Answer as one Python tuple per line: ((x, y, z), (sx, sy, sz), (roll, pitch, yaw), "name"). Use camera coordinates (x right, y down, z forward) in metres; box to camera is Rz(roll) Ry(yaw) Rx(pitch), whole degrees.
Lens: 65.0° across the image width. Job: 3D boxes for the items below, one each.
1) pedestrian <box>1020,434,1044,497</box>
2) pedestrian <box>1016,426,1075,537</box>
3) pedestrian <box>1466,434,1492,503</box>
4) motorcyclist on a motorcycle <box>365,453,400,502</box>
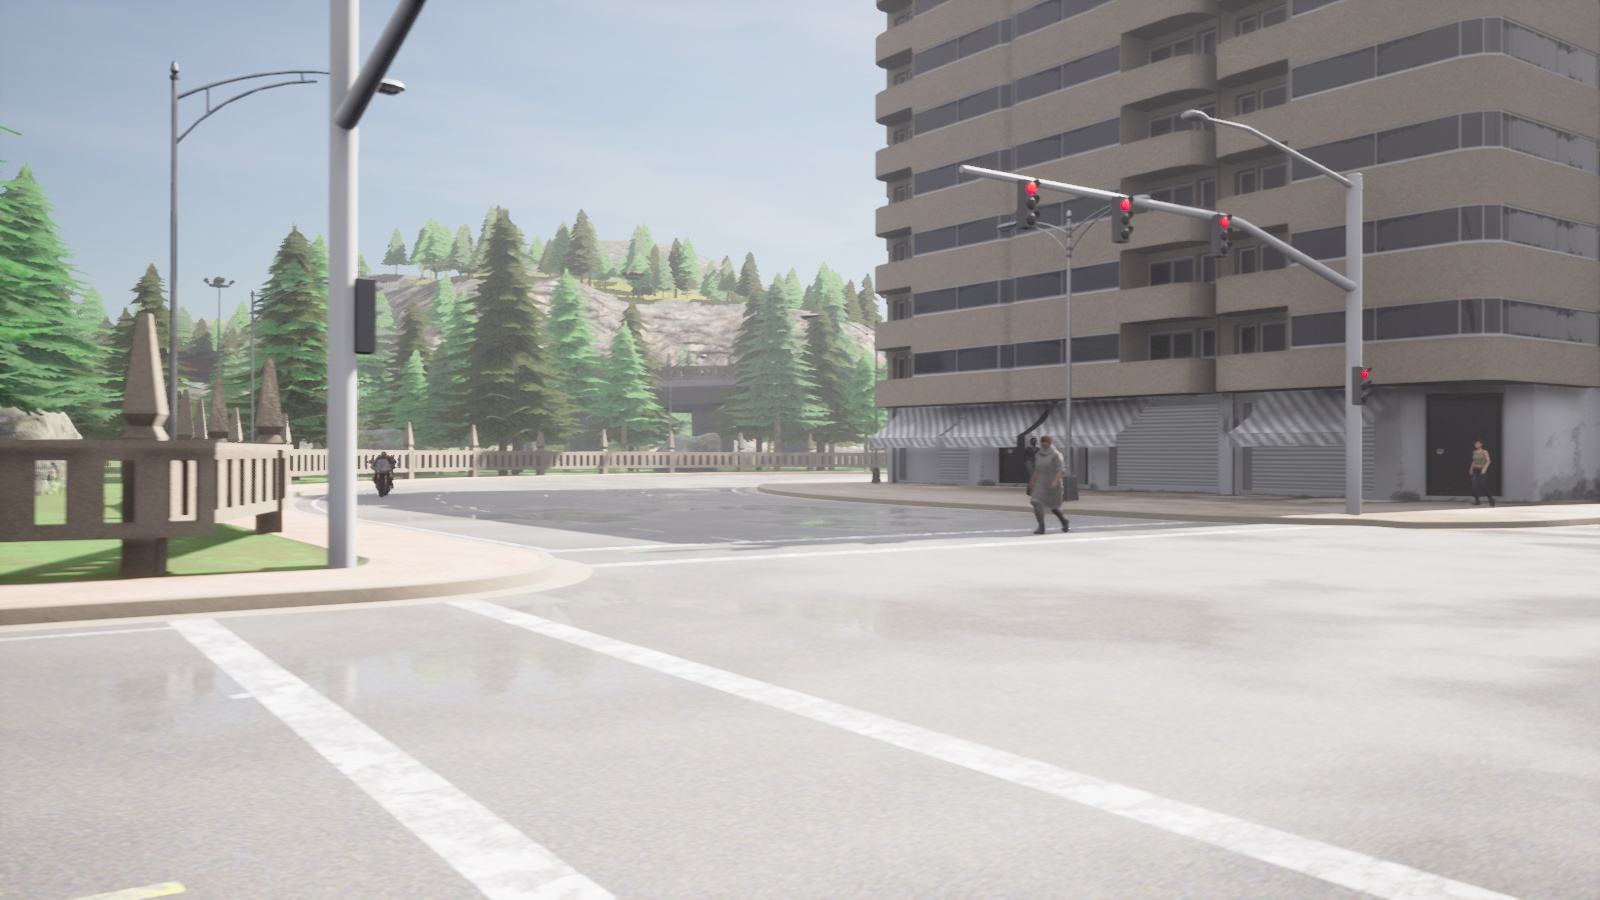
((7.242, 0.478, 39.229), (0.402, 1.930, 0.666), (0, 0, -26), "pedestrian")
((4.452, 0.555, 22.746), (0.873, 1.952, 0.659), (0, 0, -44), "pedestrian")
((18.197, 0.497, 33.648), (0.594, 1.836, 0.345), (0, 0, -26), "pedestrian")
((-13.571, 0.872, 40.878), (0.866, 1.530, 2.191), (0, 0, -13), "motorcyclist on a motorcycle")
